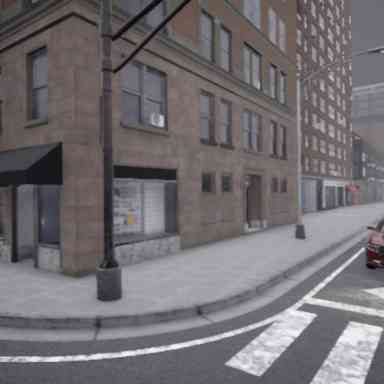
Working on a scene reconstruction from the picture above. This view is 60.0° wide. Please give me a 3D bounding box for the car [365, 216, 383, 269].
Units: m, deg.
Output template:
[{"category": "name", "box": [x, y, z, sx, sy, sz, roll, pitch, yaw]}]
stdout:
[{"category": "car", "box": [6.753, 1.439, 10.461, 1.882, 1.535, 5.008, -1, 0, 35]}]
